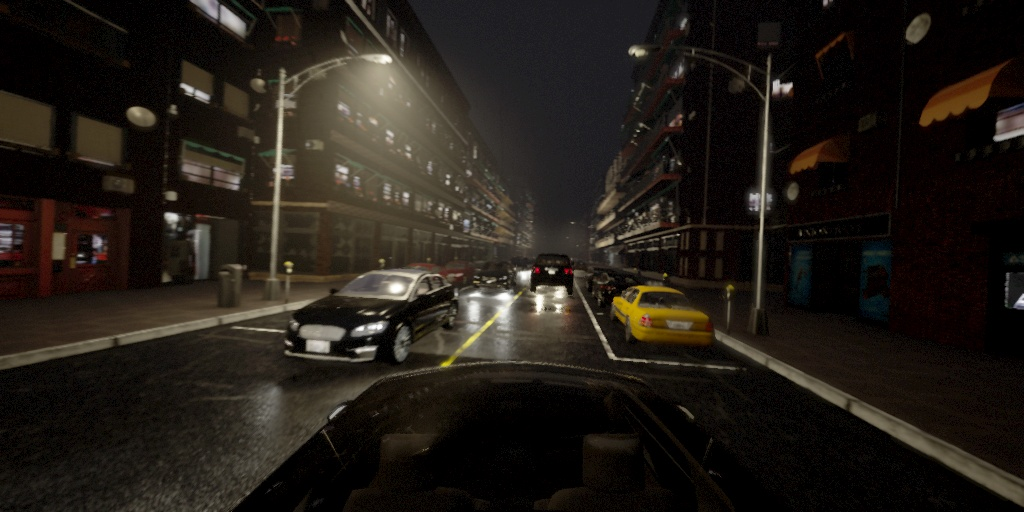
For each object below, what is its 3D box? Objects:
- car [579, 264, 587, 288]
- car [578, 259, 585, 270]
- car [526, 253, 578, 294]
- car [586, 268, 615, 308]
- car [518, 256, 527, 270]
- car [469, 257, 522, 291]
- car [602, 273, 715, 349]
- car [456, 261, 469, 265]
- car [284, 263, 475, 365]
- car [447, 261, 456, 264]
[{"bbox_3d":[5.080,1.333,20.612,1.948,1.339,4.313,0,0,8],"label":"car"},{"bbox_3d":[8.121,1.192,43.234,1.751,1.417,4.829,0,0,8],"label":"car"},{"bbox_3d":[2.286,0.878,20.016,2.150,2.045,5.566,3,1,8],"label":"car"},{"bbox_3d":[4.375,1.362,14.993,1.948,1.339,4.313,0,0,8],"label":"car"},{"bbox_3d":[2.183,0.911,41.539,2.128,1.511,4.902,3,0,8],"label":"car"},{"bbox_3d":[-0.816,1.009,20.274,1.837,1.490,4.892,3,1,8],"label":"car"},{"bbox_3d":[3.652,1.350,9.544,1.751,1.417,4.829,0,0,8],"label":"car"},{"bbox_3d":[-3.308,0.962,21.757,1.802,1.307,4.207,0,0,8],"label":"car"},{"bbox_3d":[-2.530,1.059,7.730,2.128,1.511,4.902,3,1,8],"label":"car"},{"bbox_3d":[-4.135,0.986,16.153,1.802,1.307,4.207,0,0,8],"label":"car"}]
